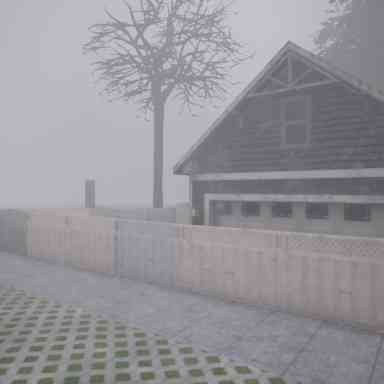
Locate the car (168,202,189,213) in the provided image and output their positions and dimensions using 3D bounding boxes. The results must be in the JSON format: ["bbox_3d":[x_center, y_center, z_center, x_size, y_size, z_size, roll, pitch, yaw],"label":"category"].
[{"bbox_3d":[-0.957,1.904,36.698,1.882,1.535,5.008,0,-1,35],"label":"car"}]

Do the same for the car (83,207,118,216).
[{"bbox_3d":[-8.114,1.853,26.546,1.895,1.301,4.718,0,-1,35],"label":"car"}]
